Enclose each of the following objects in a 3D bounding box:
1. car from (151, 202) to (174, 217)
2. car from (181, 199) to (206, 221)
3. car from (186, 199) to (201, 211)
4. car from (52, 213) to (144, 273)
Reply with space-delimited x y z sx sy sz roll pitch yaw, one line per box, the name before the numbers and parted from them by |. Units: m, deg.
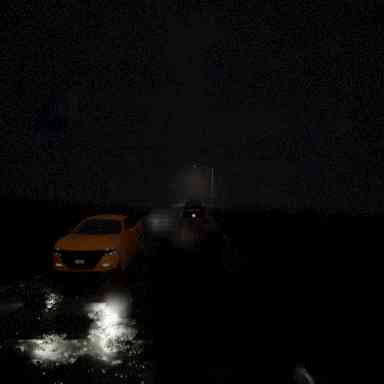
car | -2.806 1.656 32.552 1.994 1.385 4.181 0 0 0
car | 0.137 1.579 28.334 1.837 1.490 4.892 0 0 0
car | 0.153 1.658 43.596 1.837 1.490 4.892 0 0 0
car | -2.812 1.491 10.896 1.882 1.535 5.008 0 0 1
